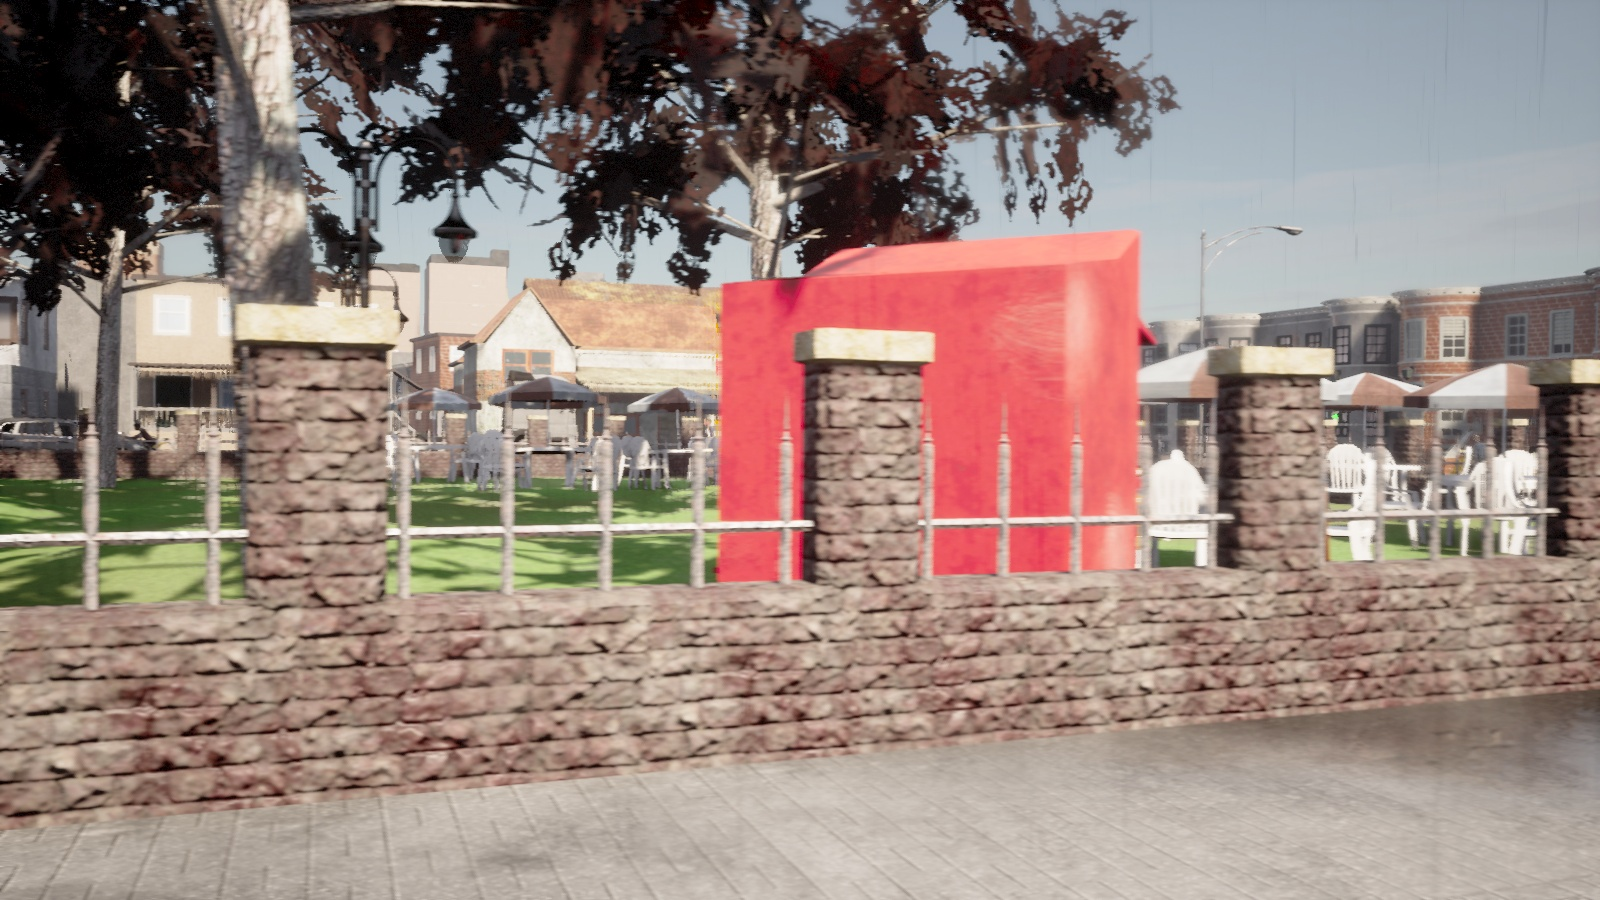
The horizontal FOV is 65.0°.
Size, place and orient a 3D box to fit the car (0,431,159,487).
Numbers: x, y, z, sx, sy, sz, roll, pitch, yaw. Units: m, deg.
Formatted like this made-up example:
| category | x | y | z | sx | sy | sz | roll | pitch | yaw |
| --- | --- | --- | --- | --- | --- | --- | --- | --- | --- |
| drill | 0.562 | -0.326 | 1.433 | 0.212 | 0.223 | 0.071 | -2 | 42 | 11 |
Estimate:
| category | x | y | z | sx | sy | sz | roll | pitch | yaw |
| --- | --- | --- | --- | --- | --- | --- | --- | --- | --- |
| car | -22.753 | 0.246 | 39.273 | 4.611 | 1.667 | 2.242 | -1 | 1 | -21 |

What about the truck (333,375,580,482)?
| category | x | y | z | sx | sy | sz | roll | pitch | yaw |
| --- | --- | --- | --- | --- | --- | --- | --- | --- | --- |
| truck | -11.860 | -0.762 | 43.380 | 7.936 | 3.462 | 2.891 | -1 | 1 | -21 |
